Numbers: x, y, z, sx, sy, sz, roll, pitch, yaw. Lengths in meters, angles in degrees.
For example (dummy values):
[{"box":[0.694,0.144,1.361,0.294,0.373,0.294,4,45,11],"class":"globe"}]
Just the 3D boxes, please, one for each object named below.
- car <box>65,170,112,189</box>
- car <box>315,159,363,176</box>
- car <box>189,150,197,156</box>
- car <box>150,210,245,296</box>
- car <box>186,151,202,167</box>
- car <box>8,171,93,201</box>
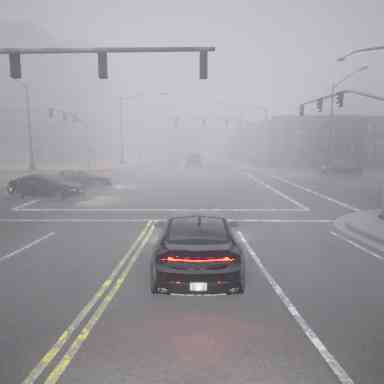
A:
[{"box":[-9.000,-1.021,25.918,5.357,1.411,2.033,-2,9,-12],"class":"car"},{"box":[15.669,-2.657,35.553,4.553,1.767,2.097,0,8,0],"class":"car"},{"box":[0.291,-10.452,89.592,2.033,1.411,5.357,0,8,0],"class":"car"},{"box":[0.116,1.200,8.071,1.837,1.490,4.892,0,4,0],"class":"car"},{"box":[0.277,-4.922,50.029,2.150,2.045,5.566,0,8,0],"class":"car"},{"box":[-9.149,-0.334,20.992,4.892,1.490,1.837,2,8,13],"class":"car"}]
